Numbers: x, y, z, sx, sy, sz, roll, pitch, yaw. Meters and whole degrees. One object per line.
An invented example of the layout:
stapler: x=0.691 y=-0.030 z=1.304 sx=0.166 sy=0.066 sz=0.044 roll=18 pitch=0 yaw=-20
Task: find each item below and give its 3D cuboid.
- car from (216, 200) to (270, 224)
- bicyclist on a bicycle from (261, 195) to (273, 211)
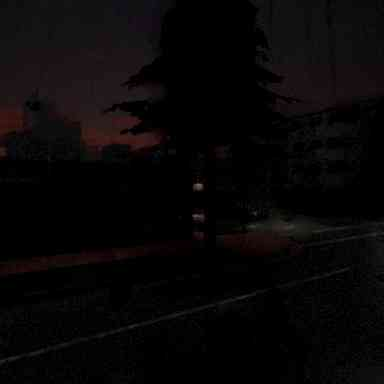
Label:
car: x=3.343 y=1.356 z=23.922 sx=1.882 sy=1.535 sz=5.008 roll=-1 pitch=0 yaw=-35
bicyclist on a bicycle: x=7.568 y=1.100 z=33.518 sx=1.656 sy=1.620 sz=0.582 roll=-1 pitch=1 yaw=-35
